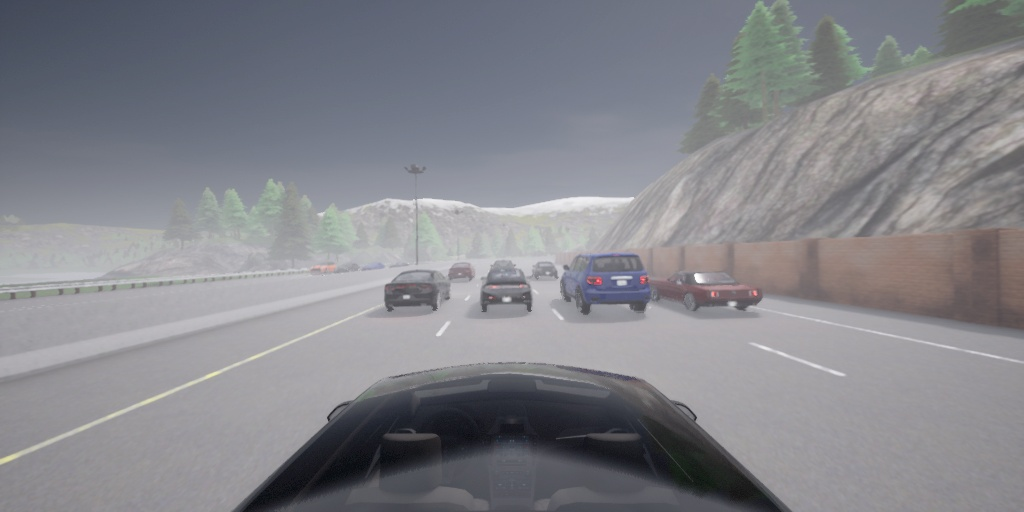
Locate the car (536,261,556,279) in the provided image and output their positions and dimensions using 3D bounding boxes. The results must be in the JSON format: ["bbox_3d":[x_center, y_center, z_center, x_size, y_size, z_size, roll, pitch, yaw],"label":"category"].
[{"bbox_3d":[2.770,1.186,30.686,1.812,1.442,4.674,-1,0,-1],"label":"car"}]

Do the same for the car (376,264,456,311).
[{"bbox_3d":[-3.750,1.288,14.983,1.882,1.535,5.008,-1,0,-1],"label":"car"}]

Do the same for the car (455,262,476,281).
[{"bbox_3d":[-4.240,1.279,31.005,1.882,1.535,5.008,-1,0,-1],"label":"car"}]

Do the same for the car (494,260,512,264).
[{"bbox_3d":[-0.698,1.083,29.262,2.097,1.767,4.553,-1,0,-1],"label":"car"}]

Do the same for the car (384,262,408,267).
[{"bbox_3d":[-15.474,1.554,49.579,2.033,1.411,5.357,-1,0,-1],"label":"car"}]

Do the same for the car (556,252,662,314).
[{"bbox_3d":[3.283,0.893,13.589,2.150,2.045,5.566,-1,0,-1],"label":"car"}]

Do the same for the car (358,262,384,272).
[{"bbox_3d":[-18.968,1.554,49.404,1.882,1.535,5.008,-1,0,-1],"label":"car"}]

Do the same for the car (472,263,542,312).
[{"bbox_3d":[-0.232,1.231,14.276,2.128,1.511,4.902,-1,0,-1],"label":"car"}]

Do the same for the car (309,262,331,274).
[{"bbox_3d":[-25.970,1.571,49.551,2.097,1.767,4.553,-1,0,-1],"label":"car"}]

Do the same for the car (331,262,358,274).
[{"bbox_3d":[-22.464,1.652,49.323,1.837,1.490,4.892,-1,0,-1],"label":"car"}]

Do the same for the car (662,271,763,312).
[{"bbox_3d":[6.795,1.200,13.349,1.895,1.301,4.718,-1,0,-1],"label":"car"}]
